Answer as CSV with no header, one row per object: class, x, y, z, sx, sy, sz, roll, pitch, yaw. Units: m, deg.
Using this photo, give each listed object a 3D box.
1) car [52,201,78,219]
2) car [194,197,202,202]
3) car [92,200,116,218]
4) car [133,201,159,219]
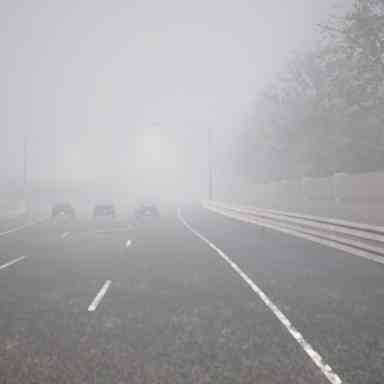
car,-11.709,1.563,30.527,1.837,1.490,4.892,0,0,-17
car,1.709,2.095,92.926,1.837,1.490,4.892,0,-3,8
car,-8.055,1.511,30.507,1.882,1.535,5.008,0,0,-16
car,-4.100,1.533,29.261,1.812,1.442,4.674,0,0,-15
